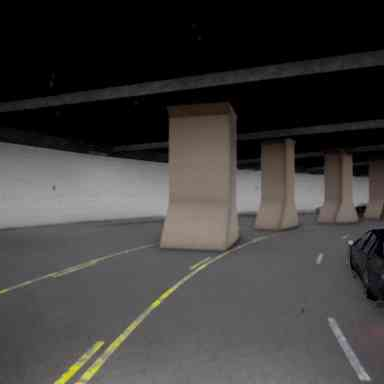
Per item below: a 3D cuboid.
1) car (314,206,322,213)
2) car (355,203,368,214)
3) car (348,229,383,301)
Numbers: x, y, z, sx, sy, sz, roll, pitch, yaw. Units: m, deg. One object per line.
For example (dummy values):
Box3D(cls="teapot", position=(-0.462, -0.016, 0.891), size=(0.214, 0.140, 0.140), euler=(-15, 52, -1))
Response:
Box3D(cls="car", position=(17.890, 2.098, 42.686), size=(4.718, 1.301, 1.895), euler=(1, -1, -33))
Box3D(cls="car", position=(21.474, 2.034, 40.860), size=(5.357, 1.411, 2.033), euler=(1, -1, -32))
Box3D(cls="car", position=(5.105, 1.649, 8.246), size=(2.033, 1.411, 5.357), euler=(0, -1, 19))
